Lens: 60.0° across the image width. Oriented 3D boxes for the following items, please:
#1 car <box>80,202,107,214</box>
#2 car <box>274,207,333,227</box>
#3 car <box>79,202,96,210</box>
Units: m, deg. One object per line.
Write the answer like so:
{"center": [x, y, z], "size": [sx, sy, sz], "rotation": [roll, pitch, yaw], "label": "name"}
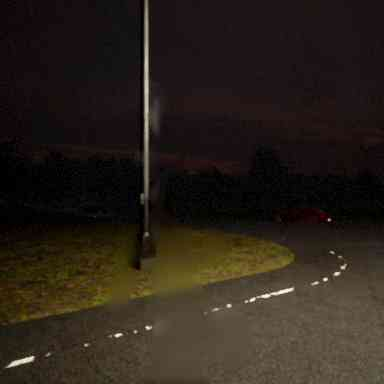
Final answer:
{"center": [-12.713, 2.211, 43.208], "size": [1.895, 1.301, 4.718], "rotation": [3, -3, -36], "label": "car"}
{"center": [8.506, 1.870, 25.754], "size": [1.812, 1.442, 4.674], "rotation": [3, -3, -36], "label": "car"}
{"center": [-20.961, 2.801, 66.574], "size": [1.882, 1.535, 5.008], "rotation": [3, -3, -36], "label": "car"}
